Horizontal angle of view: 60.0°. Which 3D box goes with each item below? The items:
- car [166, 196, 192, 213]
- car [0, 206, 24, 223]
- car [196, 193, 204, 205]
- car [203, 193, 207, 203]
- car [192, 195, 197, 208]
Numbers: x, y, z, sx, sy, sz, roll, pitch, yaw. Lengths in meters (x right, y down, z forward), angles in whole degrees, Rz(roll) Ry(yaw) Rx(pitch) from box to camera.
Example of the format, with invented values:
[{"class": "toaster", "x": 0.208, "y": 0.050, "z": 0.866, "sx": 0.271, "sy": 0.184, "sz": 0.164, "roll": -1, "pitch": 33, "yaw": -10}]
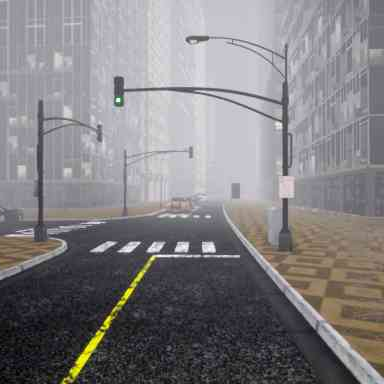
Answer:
[{"class": "car", "x": -1.545, "y": 1.332, "z": 36.946, "sx": 2.097, "sy": 1.767, "sz": 4.553, "roll": 0, "pitch": 0, "yaw": 5}, {"class": "car", "x": -16.471, "y": 1.857, "z": 28.049, "sx": 4.403, "sy": 1.369, "sz": 2.008, "roll": -1, "pitch": 1, "yaw": 10}, {"class": "car", "x": 0.342, "y": 1.441, "z": 56.256, "sx": 2.128, "sy": 1.511, "sz": 4.902, "roll": 0, "pitch": 0, "yaw": 7}, {"class": "car", "x": 1.768, "y": 1.144, "z": 67.116, "sx": 2.150, "sy": 2.045, "sz": 5.566, "roll": 0, "pitch": 1, "yaw": 8}, {"class": "car", "x": -0.760, "y": 1.472, "z": 45.967, "sx": 1.837, "sy": 1.490, "sz": 4.892, "roll": 0, "pitch": 0, "yaw": 6}]
